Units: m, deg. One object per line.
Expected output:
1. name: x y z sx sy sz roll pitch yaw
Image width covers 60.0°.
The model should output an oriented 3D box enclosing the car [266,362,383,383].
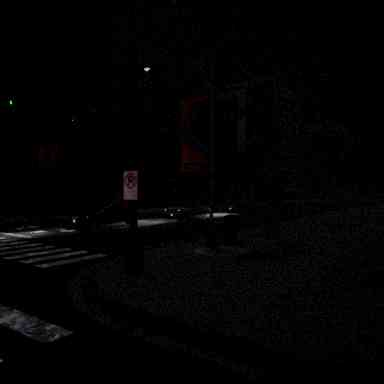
1. car: 2.198 1.551 1.278 4.403 1.369 2.008 0 0 36

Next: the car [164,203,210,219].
1. car: -0.422 1.638 29.939 1.895 1.301 4.718 0 0 36

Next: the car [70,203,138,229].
1. car: -5.781 1.512 22.332 2.128 1.511 4.902 0 0 36

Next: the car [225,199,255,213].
1. car: 5.604 1.550 38.432 2.128 1.511 4.902 0 0 35
